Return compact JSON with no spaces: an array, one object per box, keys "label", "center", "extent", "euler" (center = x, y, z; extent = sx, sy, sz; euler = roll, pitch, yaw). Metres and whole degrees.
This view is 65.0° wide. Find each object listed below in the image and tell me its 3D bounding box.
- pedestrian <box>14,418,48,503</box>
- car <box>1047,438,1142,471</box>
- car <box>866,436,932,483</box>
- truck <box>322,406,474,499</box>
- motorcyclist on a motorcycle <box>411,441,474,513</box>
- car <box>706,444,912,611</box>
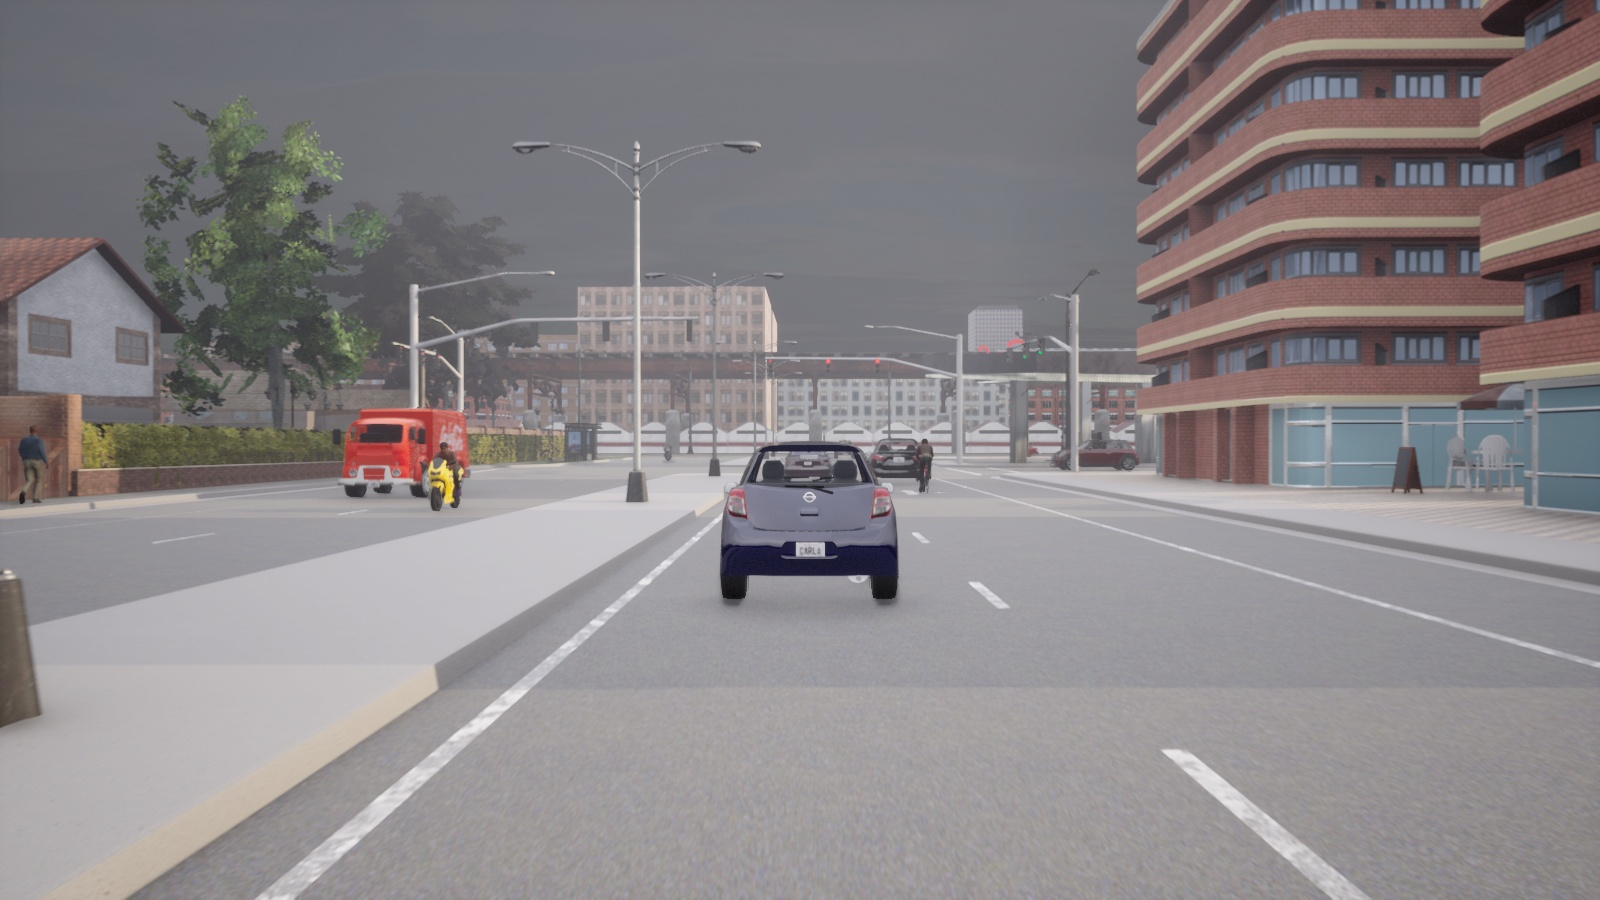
[{"label":"pedestrian","center":[-16.920,0.232,27.628],"extent":[0.370,1.835,0.726],"euler":[0,0,-7]},{"label":"car","center":[15.756,0.237,67.368],"extent":[4.553,1.767,2.097],"euler":[0,0,-1]},{"label":"car","center":[3.633,0.327,47.056],"extent":[2.242,1.667,4.611],"euler":[0,0,2]},{"label":"truck","center":[-11.275,0.049,35.713],"extent":[2.627,2.467,5.204],"euler":[0,0,0]},{"label":"motorcyclist on a motorcycle","center":[-7.823,0.566,27.558],"extent":[0.797,1.523,2.044],"euler":[0,0,0]},{"label":"car","center":[0.092,0.686,13.092],"extent":[1.845,1.501,3.633],"euler":[0,0,0]}]
